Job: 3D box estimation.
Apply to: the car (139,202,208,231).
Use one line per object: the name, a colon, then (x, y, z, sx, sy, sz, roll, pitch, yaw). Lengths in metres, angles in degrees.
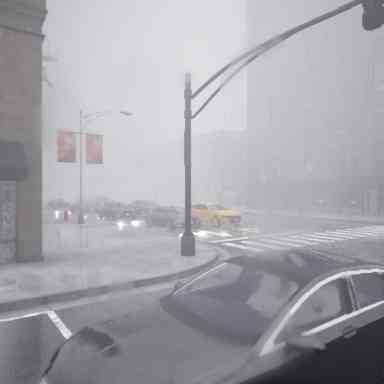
car: (-1.224, 1.541, 20.424, 1.994, 1.385, 4.181, 0, 0, -36)

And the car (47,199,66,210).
car: (-17.054, 1.537, 42.459, 1.895, 1.301, 4.718, 0, 0, -35)

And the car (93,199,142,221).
car: (-6.144, 1.529, 27.241, 1.994, 1.385, 4.181, 0, 0, -37)

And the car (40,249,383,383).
car: (0.962, 1.491, 3.722, 4.902, 1.511, 2.128, 0, 0, -33)

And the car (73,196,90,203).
car: (-22.041, 1.451, 66.332, 1.994, 1.385, 4.181, 0, 0, -36)

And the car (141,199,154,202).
car: (-4.264, 1.463, 30.203, 1.837, 1.490, 4.892, 0, 0, -36)

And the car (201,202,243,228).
car: (1.284, 1.451, 22.504, 1.882, 1.535, 5.008, 0, 0, -35)

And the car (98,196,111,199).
car: (-10.250, 1.295, 38.529, 2.097, 1.767, 4.553, 0, 0, -36)

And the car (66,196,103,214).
car: (-11.069, 1.477, 34.108, 1.812, 1.442, 4.674, 0, 0, -36)
